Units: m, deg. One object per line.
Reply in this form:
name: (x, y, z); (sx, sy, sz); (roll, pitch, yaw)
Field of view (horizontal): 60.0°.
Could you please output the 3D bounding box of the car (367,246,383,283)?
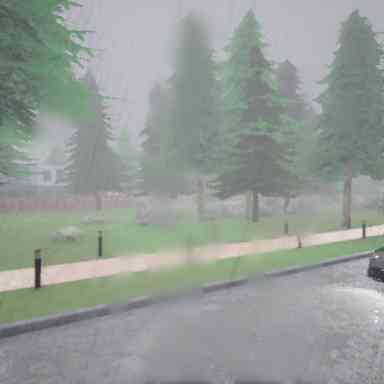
car: (6.305, 1.588, 8.422); (4.181, 1.385, 1.994); (0, 0, -35)
